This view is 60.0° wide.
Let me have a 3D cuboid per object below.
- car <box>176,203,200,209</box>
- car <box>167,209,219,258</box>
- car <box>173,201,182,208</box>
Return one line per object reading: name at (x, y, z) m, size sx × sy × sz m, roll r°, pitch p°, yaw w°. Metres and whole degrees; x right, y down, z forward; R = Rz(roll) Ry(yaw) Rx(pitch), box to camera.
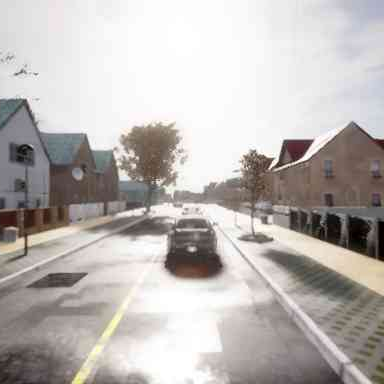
car at (0.015, 1.882, 27.539) m, size 2.033 × 1.411 × 5.357 m, roll 0°, pitch -1°, yaw 0°
car at (0.025, 1.661, 13.508) m, size 1.837 × 1.490 × 4.892 m, roll 0°, pitch 0°, yaw 1°
car at (-2.753, 2.445, 65.418) m, size 2.128 × 1.511 × 4.902 m, roll 0°, pitch -1°, yaw 1°
